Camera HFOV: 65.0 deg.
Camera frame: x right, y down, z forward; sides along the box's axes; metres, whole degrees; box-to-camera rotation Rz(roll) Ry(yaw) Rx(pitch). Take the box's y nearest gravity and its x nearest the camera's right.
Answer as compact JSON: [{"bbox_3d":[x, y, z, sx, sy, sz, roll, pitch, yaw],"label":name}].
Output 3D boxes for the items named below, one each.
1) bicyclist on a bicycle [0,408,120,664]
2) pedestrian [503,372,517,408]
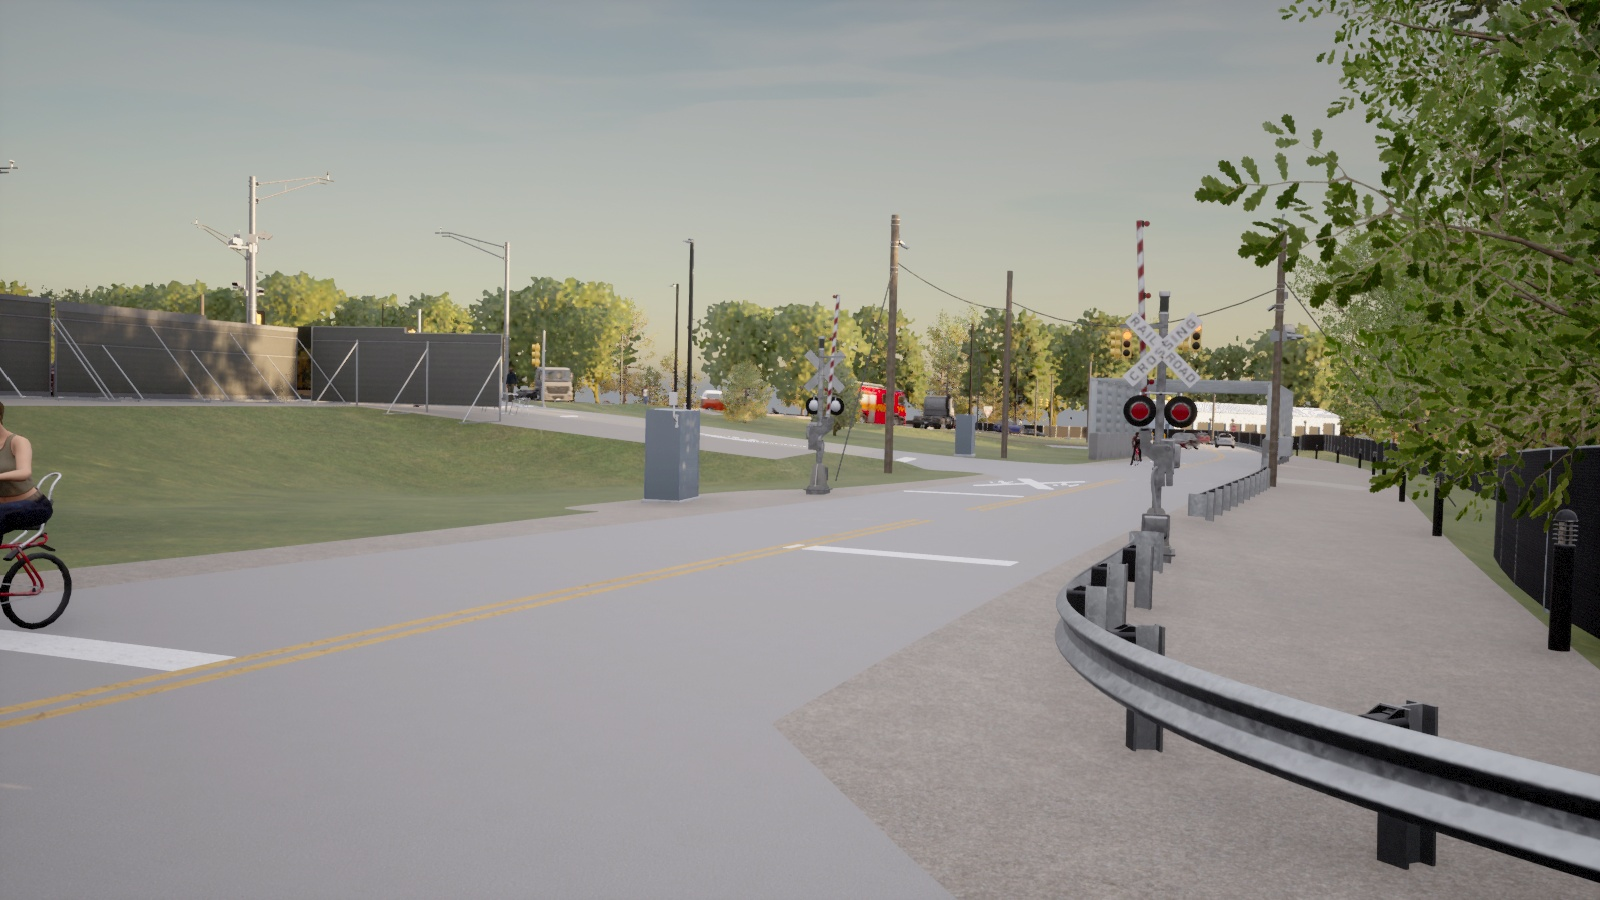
[{"bbox_3d":[-5.397,0.536,8.177,0.866,1.612,1.509,1,1,19],"label":"bicyclist on a bicycle"},{"bbox_3d":[-15.087,-3.130,65.259,0.402,1.842,0.726,1,3,17],"label":"pedestrian"}]
